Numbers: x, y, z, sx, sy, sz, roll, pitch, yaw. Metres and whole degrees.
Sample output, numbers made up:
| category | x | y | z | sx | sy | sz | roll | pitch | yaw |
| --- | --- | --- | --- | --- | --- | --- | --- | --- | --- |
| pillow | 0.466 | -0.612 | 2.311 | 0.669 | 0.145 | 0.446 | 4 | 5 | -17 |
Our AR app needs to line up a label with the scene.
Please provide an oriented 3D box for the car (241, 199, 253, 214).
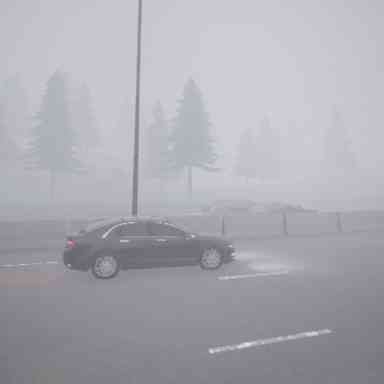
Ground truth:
| category | x | y | z | sx | sy | sz | roll | pitch | yaw |
| --- | --- | --- | --- | --- | --- | --- | --- | --- | --- |
| car | 6.600 | 1.466 | 27.337 | 4.181 | 1.385 | 1.994 | 0 | 0 | -19 |

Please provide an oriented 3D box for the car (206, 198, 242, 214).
| category | x | y | z | sx | sy | sz | roll | pitch | yaw |
| --- | --- | --- | --- | --- | --- | --- | --- | --- | --- |
| car | 4.210 | 1.398 | 30.215 | 4.902 | 1.511 | 2.128 | 0 | 0 | -19 |

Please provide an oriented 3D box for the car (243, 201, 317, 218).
| category | x | y | z | sx | sy | sz | roll | pitch | yaw |
| --- | --- | --- | --- | --- | --- | --- | --- | --- | --- |
| car | 6.368 | 1.519 | 23.555 | 4.718 | 1.301 | 1.895 | 0 | 0 | -19 |

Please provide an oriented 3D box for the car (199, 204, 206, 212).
| category | x | y | z | sx | sy | sz | roll | pitch | yaw |
| --- | --- | --- | --- | --- | --- | --- | --- | --- | --- |
| car | 3.073 | 1.406 | 33.525 | 4.892 | 1.490 | 1.837 | 0 | 0 | -19 |

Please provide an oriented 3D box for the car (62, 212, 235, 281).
| category | x | y | z | sx | sy | sz | roll | pitch | yaw |
| --- | --- | --- | --- | --- | --- | --- | --- | --- | --- |
| car | -1.140 | 1.488 | 9.642 | 4.892 | 1.490 | 1.837 | 0 | 0 | -19 |
